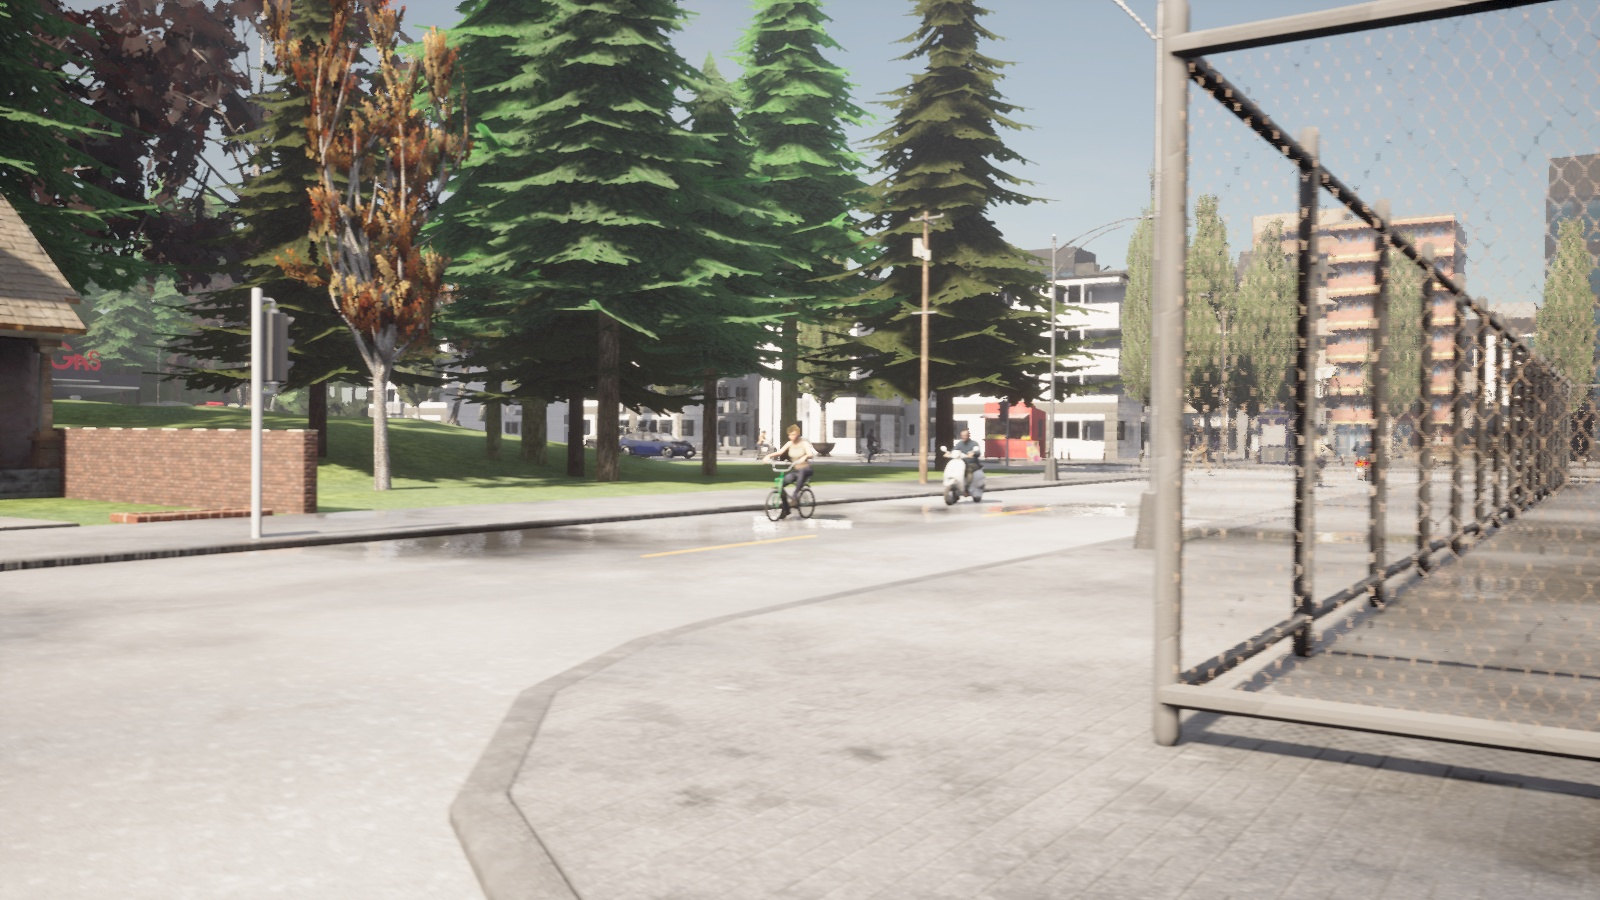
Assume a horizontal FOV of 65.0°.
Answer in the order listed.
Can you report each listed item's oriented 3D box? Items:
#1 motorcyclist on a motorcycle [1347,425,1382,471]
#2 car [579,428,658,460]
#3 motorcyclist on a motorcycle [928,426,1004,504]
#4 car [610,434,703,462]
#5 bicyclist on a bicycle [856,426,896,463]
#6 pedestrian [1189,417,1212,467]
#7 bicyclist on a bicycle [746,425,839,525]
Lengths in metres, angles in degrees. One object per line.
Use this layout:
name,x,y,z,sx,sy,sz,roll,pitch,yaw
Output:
motorcyclist on a motorcycle,19.670,-0.080,43.726,0.866,1.590,1.817,-1,1,32
car,-10.953,-0.368,75.621,4.605,1.855,1.932,0,1,34
motorcyclist on a motorcycle,3.521,0.297,26.526,0.866,1.590,1.817,0,1,33
car,-7.887,-0.121,68.794,4.792,1.488,2.163,0,1,33
bicyclist on a bicycle,3.695,-0.252,61.152,1.843,1.776,0.659,0,1,34
pedestrian,14.869,-0.310,46.641,0.694,1.848,0.540,0,1,33
bicyclist on a bicycle,-0.111,0.386,21.057,0.866,1.612,1.509,0,1,33
